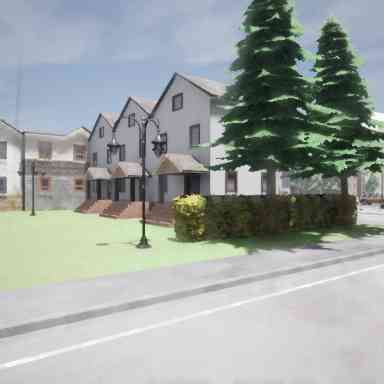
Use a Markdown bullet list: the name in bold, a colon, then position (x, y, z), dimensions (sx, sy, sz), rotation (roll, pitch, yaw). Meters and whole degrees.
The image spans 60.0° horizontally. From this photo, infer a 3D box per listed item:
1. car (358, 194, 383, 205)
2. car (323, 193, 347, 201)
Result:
- **car**: position (27.232, 1.097, 49.238), dimensions (1.932, 1.855, 4.605), rotation (0, 0, -36)
- **car**: position (32.105, 1.097, 74.691), dimensions (1.932, 1.855, 4.605), rotation (0, 0, -36)
